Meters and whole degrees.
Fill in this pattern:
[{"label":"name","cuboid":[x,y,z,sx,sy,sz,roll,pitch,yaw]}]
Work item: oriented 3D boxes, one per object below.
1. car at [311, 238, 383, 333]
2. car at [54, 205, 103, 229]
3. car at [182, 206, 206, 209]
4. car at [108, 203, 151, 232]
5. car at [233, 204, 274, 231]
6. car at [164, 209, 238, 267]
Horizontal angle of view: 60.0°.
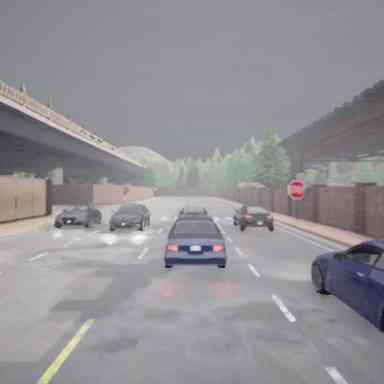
[{"label":"car","cuboid":[3.595,1.506,5.651,1.812,1.442,4.674,0,0,0]},{"label":"car","cuboid":[-7.039,1.494,21.004,1.994,1.385,4.181,0,0,0]},{"label":"car","cuboid":[0.096,1.530,20.839,1.895,1.301,4.718,0,0,0]},{"label":"car","cuboid":[-3.547,1.439,19.662,1.837,1.490,4.892,0,0,0]},{"label":"car","cuboid":[3.595,1.458,19.862,1.812,1.442,4.674,0,0,0]},{"label":"car","cuboid":[0.094,1.509,11.158,2.033,1.411,5.357,0,0,0]}]
